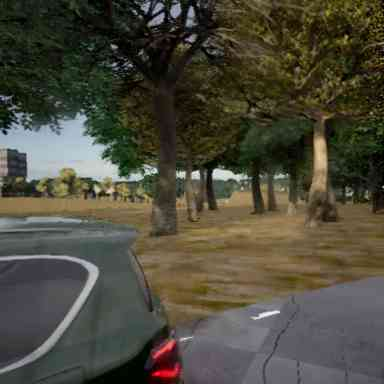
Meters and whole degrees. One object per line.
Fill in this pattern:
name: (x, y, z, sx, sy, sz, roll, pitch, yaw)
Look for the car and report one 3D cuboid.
car: (-2.624, 1.220, 1.349, 5.566, 2.045, 2.150, -1, 1, -36)
